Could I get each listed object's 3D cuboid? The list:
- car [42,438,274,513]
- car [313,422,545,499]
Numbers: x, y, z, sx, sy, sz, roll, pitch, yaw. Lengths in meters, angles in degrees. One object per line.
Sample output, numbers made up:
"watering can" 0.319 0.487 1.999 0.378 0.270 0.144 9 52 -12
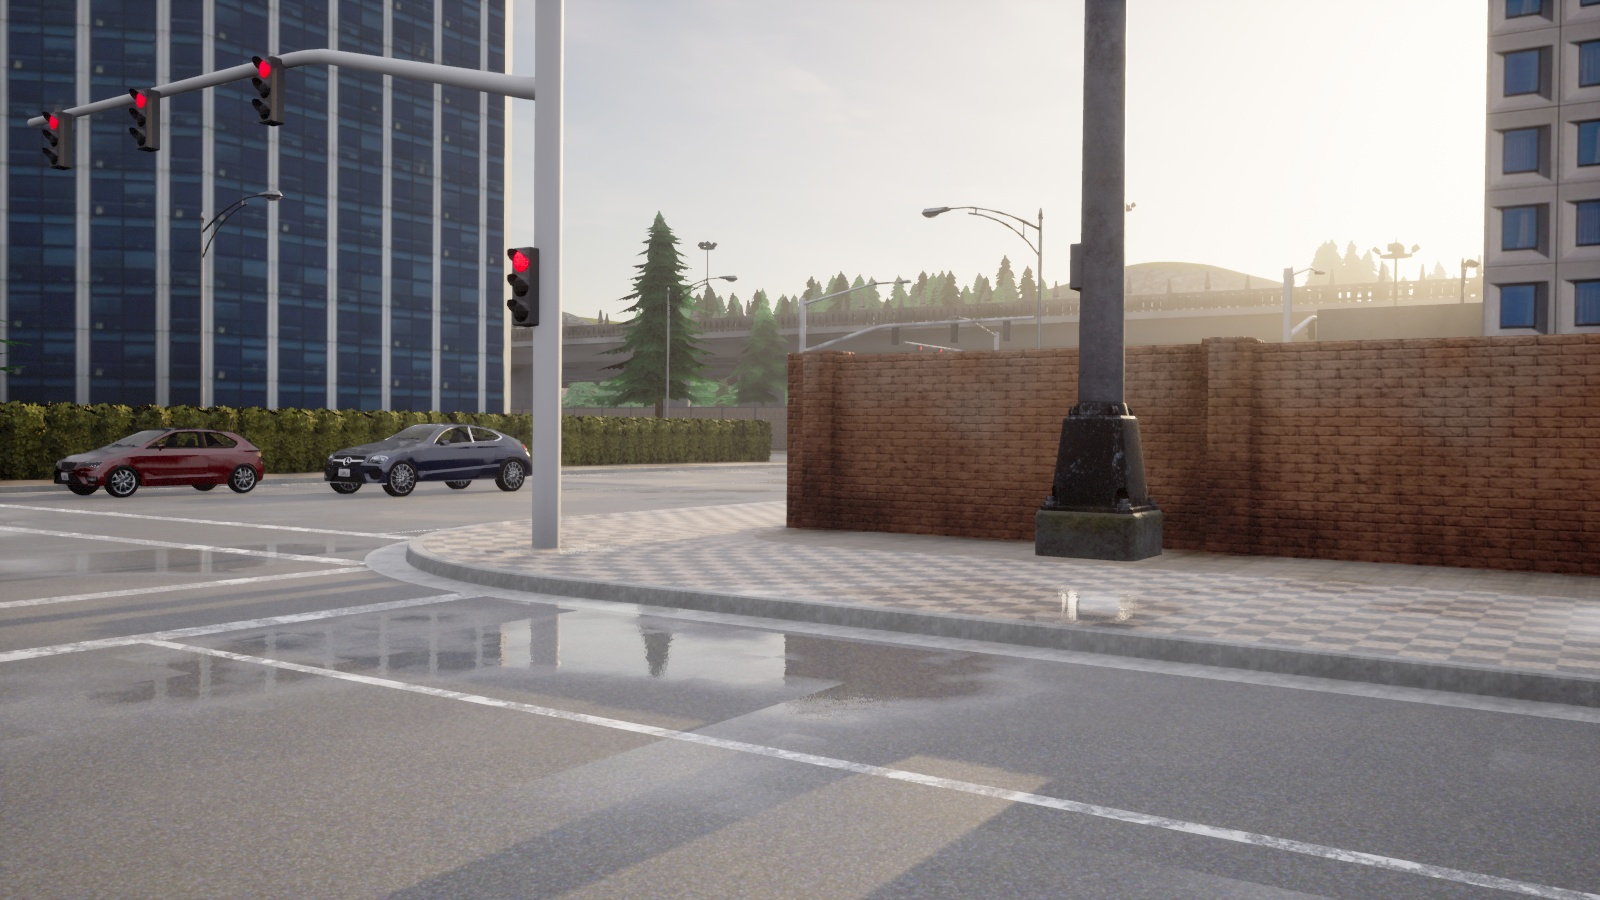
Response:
"car" -14.023 0.494 27.653 1.816 1.474 4.193 0 1 33
"car" -8.596 0.184 29.564 2.152 1.651 5.027 0 1 33
